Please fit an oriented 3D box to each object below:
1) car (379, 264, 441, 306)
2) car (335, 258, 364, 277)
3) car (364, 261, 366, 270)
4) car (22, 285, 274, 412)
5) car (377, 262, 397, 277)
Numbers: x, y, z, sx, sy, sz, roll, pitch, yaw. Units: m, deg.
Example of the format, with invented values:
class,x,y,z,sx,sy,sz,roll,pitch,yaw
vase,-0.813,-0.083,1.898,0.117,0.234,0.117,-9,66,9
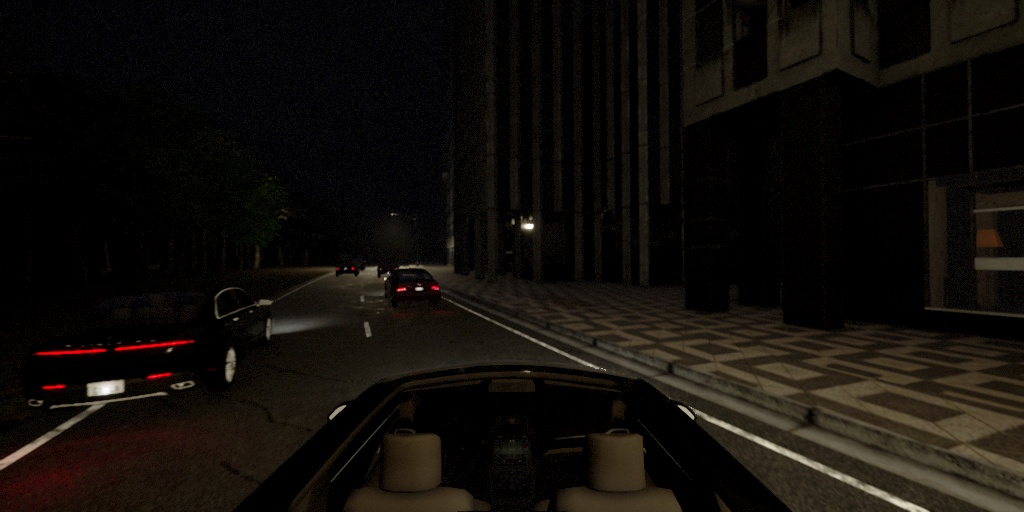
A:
class,x,y,z,sx,sy,sz,roll,pitch,yaw
car,-4.421,1.253,15.521,2.033,1.411,5.357,0,0,-23
car,-15.380,1.150,33.686,2.033,1.411,5.357,0,0,-20
car,-19.017,1.019,43.854,1.882,1.535,5.008,0,0,-17
car,-5.618,1.246,6.273,1.837,1.490,4.892,0,0,-25
car,-11.660,1.201,33.787,1.895,1.301,4.718,0,0,-20
